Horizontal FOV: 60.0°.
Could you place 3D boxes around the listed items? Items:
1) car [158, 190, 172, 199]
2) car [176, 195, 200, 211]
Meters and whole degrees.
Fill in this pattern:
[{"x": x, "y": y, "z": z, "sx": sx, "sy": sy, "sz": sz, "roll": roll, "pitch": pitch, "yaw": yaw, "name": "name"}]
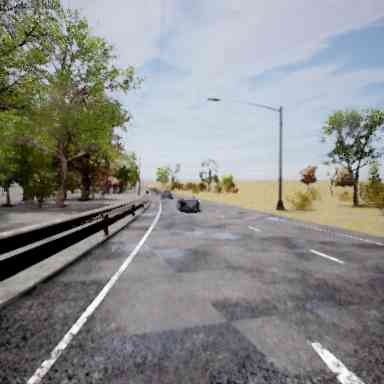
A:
[{"x": -5.043, "y": 0.441, "z": 65.342, "sx": 2.097, "sy": 1.767, "sz": 4.553, "roll": 0, "pitch": 1, "yaw": -8, "name": "car"}, {"x": -0.412, "y": 1.056, "z": 32.701, "sx": 2.128, "sy": 1.511, "sz": 4.902, "roll": 0, "pitch": 1, "yaw": -8, "name": "car"}]
